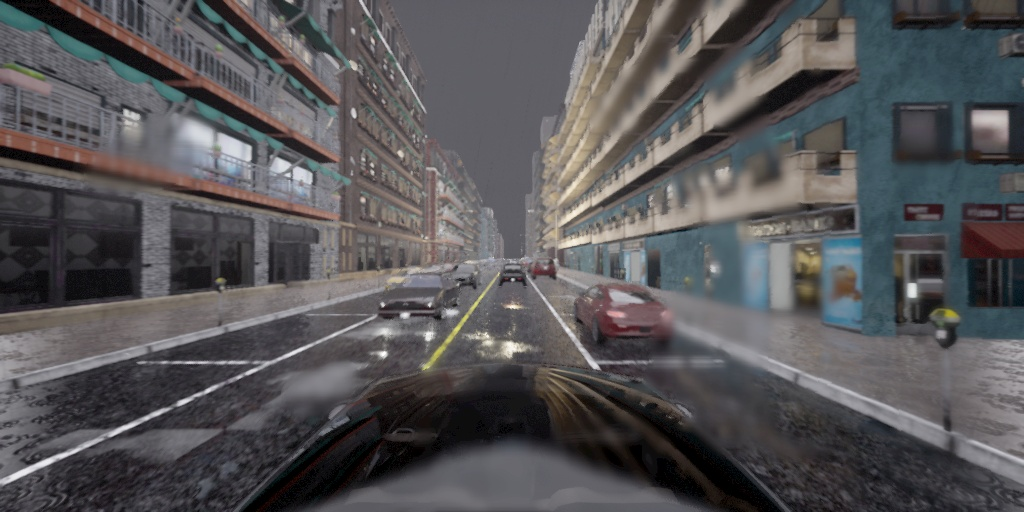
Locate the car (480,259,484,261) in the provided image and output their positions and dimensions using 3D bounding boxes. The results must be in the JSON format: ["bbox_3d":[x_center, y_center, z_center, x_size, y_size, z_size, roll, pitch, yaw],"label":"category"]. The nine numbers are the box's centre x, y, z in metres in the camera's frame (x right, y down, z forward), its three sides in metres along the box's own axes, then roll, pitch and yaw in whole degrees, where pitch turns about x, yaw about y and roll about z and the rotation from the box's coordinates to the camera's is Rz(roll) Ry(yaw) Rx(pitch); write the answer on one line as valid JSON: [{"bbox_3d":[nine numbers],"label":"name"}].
[{"bbox_3d":[-5.679,1.321,53.499,2.007,1.370,4.403,0,0,0],"label":"car"}]

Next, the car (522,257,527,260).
[{"bbox_3d":[2.704,1.213,59.007,1.967,1.591,4.097,0,0,0],"label":"car"}]

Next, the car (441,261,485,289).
[{"bbox_3d":[-2.996,1.262,23.071,1.837,1.490,4.892,0,0,0],"label":"car"}]

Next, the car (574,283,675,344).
[{"bbox_3d":[2.693,1.334,9.296,1.802,1.307,4.207,0,0,0],"label":"car"}]

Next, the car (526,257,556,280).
[{"bbox_3d":[2.698,1.074,31.391,2.192,1.841,5.009,0,0,0],"label":"car"}]

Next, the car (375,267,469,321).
[{"bbox_3d":[-3.018,1.301,12.836,2.033,1.411,5.357,0,0,0],"label":"car"}]

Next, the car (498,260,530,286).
[{"bbox_3d":[0.071,1.264,25.570,1.837,1.490,4.892,0,1,0],"label":"car"}]

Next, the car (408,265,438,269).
[{"bbox_3d":[-5.686,1.281,20.189,1.751,1.417,4.829,0,0,0],"label":"car"}]

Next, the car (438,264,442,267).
[{"bbox_3d":[-5.685,1.308,25.882,2.007,1.370,4.403,0,0,0],"label":"car"}]

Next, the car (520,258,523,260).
[{"bbox_3d":[0.106,1.331,48.524,1.994,1.385,4.181,0,0,0],"label":"car"}]
